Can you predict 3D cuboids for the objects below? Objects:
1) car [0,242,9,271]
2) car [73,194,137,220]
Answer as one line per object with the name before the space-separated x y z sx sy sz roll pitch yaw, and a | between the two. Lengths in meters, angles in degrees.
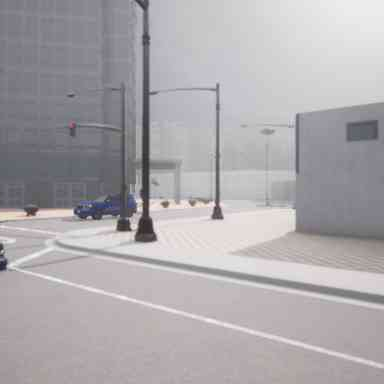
car | -6.985 1.541 9.497 5.357 1.411 2.033 0 0 44
car | -7.141 1.175 27.956 2.150 2.045 5.566 0 0 36
